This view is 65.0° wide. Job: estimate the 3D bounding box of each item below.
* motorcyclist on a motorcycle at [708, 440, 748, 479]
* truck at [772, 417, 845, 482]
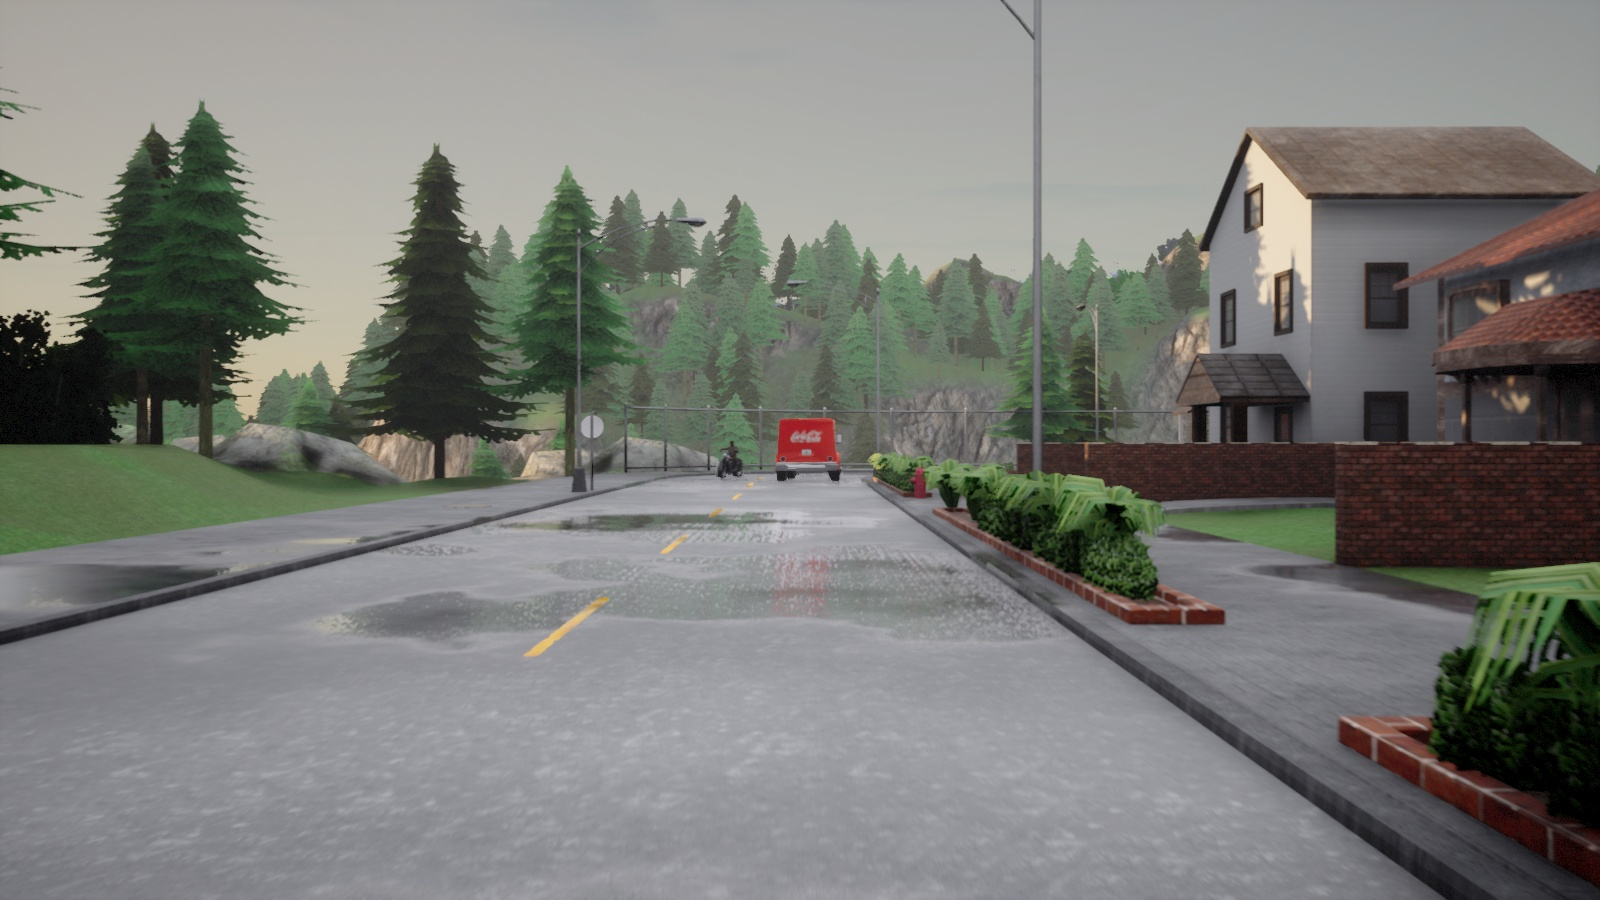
[{"bbox_3d":[-3.075,0.392,53.925,0.766,1.649,2.350,1,1,21],"label":"motorcyclist on a motorcycle"},{"bbox_3d":[0.437,-0.027,51.037,2.627,2.467,5.204,-1,0,4],"label":"truck"}]
